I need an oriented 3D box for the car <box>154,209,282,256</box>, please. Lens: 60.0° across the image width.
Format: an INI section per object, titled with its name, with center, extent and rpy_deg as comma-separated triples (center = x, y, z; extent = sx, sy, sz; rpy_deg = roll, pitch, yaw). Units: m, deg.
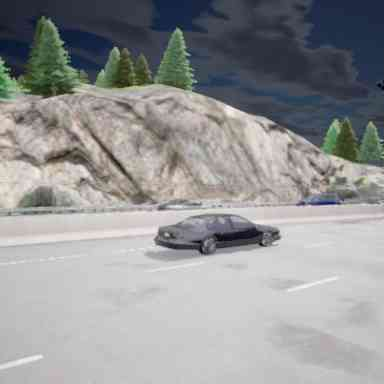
[car]
center = 1.162, 1.554, 13.168
extent = 5.357, 1.411, 2.033
rpy_deg = 0, 0, -35
